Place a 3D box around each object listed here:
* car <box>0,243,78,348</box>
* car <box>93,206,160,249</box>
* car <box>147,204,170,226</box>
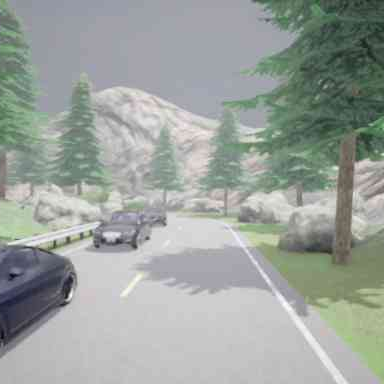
[{"bbox_3d":[-3.463,1.572,5.388,1.994,1.385,4.181,1,-1,3],"label":"car"},{"bbox_3d":[-3.021,1.611,15.324,2.128,1.511,4.902,1,-1,3],"label":"car"},{"bbox_3d":[-2.829,1.735,25.539,1.837,1.490,4.892,1,-1,-4],"label":"car"}]
